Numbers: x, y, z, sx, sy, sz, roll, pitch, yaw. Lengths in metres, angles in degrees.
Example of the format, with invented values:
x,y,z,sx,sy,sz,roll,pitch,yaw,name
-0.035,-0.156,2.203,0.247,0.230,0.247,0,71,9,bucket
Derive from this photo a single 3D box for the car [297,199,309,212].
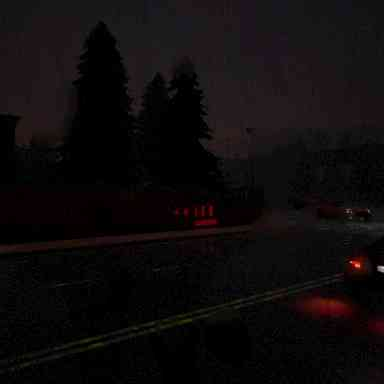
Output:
x,y,z,sx,sy,sz,roll,pitch,yaw,name
12.744,1.547,39.139,2.033,1.411,5.357,0,0,-35,car

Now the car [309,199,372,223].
x,y,z,sx,sy,sz,roll,pitch,yaw,name
11.496,1.351,25.635,2.097,1.767,4.553,0,0,-14,car

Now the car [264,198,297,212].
x,y,z,sx,sy,sz,roll,pitch,yaw,name
9.060,1.491,38.287,2.128,1.511,4.902,0,0,-35,car

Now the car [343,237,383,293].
x,y,z,sx,sy,sz,roll,pitch,yaw,name
5.770,1.547,7.888,5.357,1.411,2.033,0,0,-35,car
